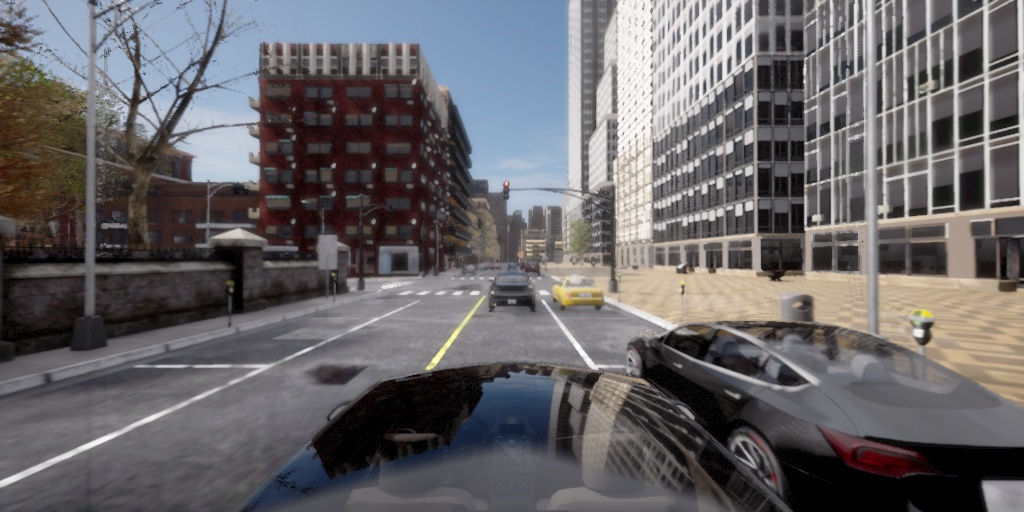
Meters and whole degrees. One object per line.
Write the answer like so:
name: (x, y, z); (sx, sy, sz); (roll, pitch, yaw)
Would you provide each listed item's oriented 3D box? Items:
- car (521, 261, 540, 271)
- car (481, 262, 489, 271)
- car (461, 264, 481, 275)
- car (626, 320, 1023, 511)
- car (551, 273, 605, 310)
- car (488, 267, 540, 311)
car: (2.681, 1.587, 47.654); (2.192, 1.841, 5.009); (0, 0, 0)
car: (-5.702, 2.027, 64.230); (2.007, 1.370, 4.403); (0, 0, 0)
car: (-5.699, 1.823, 47.652); (2.007, 1.370, 4.403); (0, 0, 0)
car: (2.687, 1.340, 3.979); (1.948, 1.339, 4.313); (0, 0, 0)
car: (2.686, 1.424, 15.414); (1.751, 1.417, 4.829); (0, 0, 0)
car: (0.021, 1.407, 15.334); (1.837, 1.490, 4.892); (0, 0, 0)
